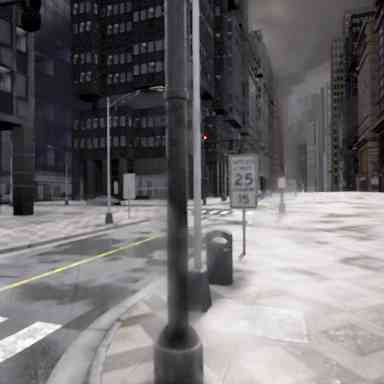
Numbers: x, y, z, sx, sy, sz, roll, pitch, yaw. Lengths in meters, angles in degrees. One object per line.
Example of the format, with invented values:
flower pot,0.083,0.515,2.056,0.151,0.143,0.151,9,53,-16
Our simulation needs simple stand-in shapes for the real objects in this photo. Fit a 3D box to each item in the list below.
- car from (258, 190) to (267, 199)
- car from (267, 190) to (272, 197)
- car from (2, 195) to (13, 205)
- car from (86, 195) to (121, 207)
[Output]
car,11.367,0.453,57.799,1.882,1.535,5.008,-1,1,19
car,16.382,0.240,72.240,1.837,1.490,4.892,-1,1,19
car,-25.615,1.159,46.252,4.902,1.511,2.128,0,0,19
car,-10.949,1.104,41.179,4.181,1.385,1.994,-1,0,19
